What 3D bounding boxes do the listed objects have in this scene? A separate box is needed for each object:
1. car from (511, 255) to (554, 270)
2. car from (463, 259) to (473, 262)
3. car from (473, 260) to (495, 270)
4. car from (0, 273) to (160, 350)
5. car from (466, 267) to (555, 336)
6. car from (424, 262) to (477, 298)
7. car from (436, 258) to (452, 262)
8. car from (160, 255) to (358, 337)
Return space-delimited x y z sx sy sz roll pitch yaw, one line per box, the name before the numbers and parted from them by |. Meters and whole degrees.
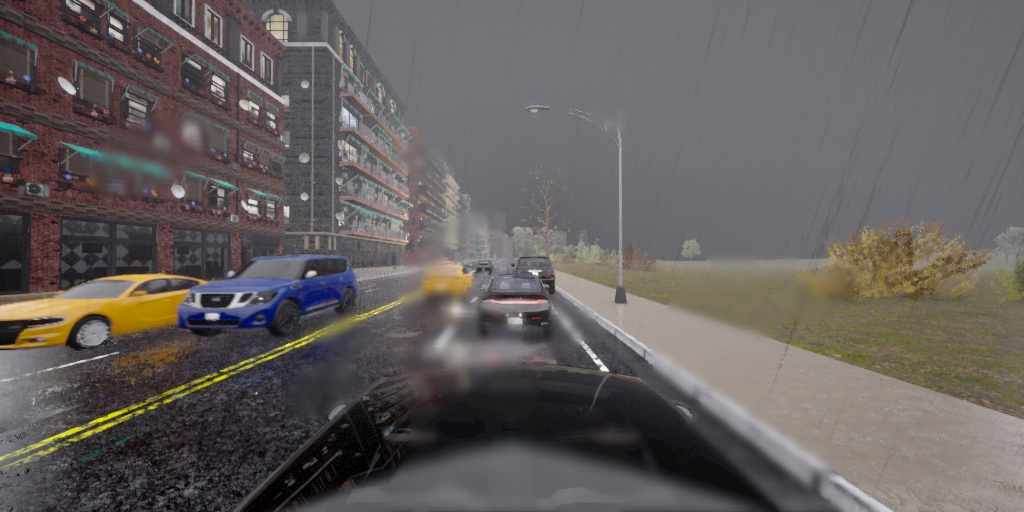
car | 1.132 0.977 20.236 2.150 2.045 5.566 0 0 0
car | -6.610 1.255 54.184 1.837 1.490 4.892 0 0 0
car | -3.163 1.254 42.032 1.837 1.490 4.892 0 0 0
car | -9.851 1.229 9.263 1.882 1.535 5.008 0 0 0
car | 0.098 1.243 10.366 2.128 1.511 4.902 0 0 0
car | -3.156 1.230 18.484 1.882 1.535 5.008 0 0 0
car | -9.861 1.102 52.456 2.097 1.767 4.553 0 0 0
car | -6.604 0.973 10.664 2.150 2.045 5.566 0 0 0
